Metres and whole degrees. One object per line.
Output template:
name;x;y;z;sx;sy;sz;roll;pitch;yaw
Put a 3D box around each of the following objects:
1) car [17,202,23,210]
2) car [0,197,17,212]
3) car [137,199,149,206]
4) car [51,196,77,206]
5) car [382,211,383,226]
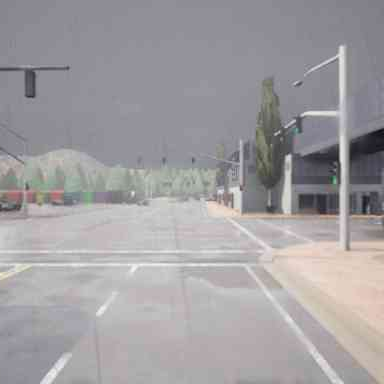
car;-24.939;1.571;44.464;3.866;1.878;1.905;0;-1;0
car;-24.994;1.541;41.570;4.605;1.855;1.932;0;-1;0
car;-10.028;2.162;68.510;2.128;1.511;4.902;0;-1;1
car;-24.975;1.754;64.086;3.866;1.878;1.905;0;-1;0
car;13.247;1.339;17.812;5.566;2.045;2.150;0;-1;0
